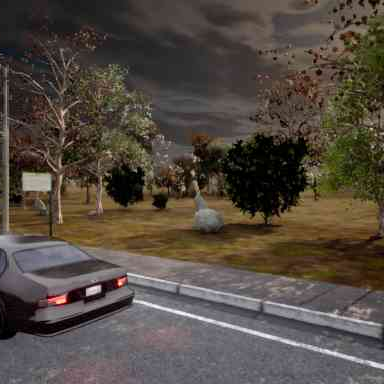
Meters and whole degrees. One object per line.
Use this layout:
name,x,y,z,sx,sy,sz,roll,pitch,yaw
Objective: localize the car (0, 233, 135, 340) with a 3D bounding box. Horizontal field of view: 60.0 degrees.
car,-3.542,1.547,6.530,5.357,1.411,2.033,0,0,36
